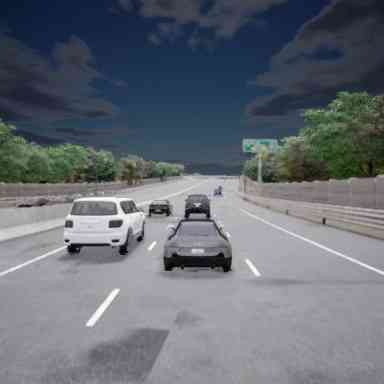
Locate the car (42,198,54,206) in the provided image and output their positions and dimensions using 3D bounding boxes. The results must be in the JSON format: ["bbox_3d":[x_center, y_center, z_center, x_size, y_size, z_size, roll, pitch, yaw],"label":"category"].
[{"bbox_3d":[-16.763,1.432,42.990,2.033,1.411,5.357,0,1,2],"label":"car"}]

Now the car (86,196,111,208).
[{"bbox_3d":[-13.093,1.320,46.800,1.882,1.535,5.008,0,0,3],"label":"car"}]

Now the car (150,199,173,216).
[{"bbox_3d":[-2.925,1.454,31.887,1.882,1.535,5.008,0,0,2],"label":"car"}]

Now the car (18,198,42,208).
[{"bbox_3d":[-20.257,1.428,43.158,2.033,1.411,5.357,0,1,2],"label":"car"}]

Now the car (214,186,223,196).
[{"bbox_3d":[7.119,0.053,90.833,2.150,2.045,5.566,0,2,5],"label":"car"}]

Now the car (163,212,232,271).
[{"bbox_3d":[0.174,1.563,10.982,1.994,1.385,4.181,0,0,1],"label":"car"}]

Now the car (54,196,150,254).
[{"bbox_3d":[-3.300,1.219,13.572,2.150,2.045,5.566,0,0,1],"label":"car"}]

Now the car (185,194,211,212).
[{"bbox_3d":[0.515,1.208,29.737,2.150,2.045,5.566,0,0,1],"label":"car"}]
